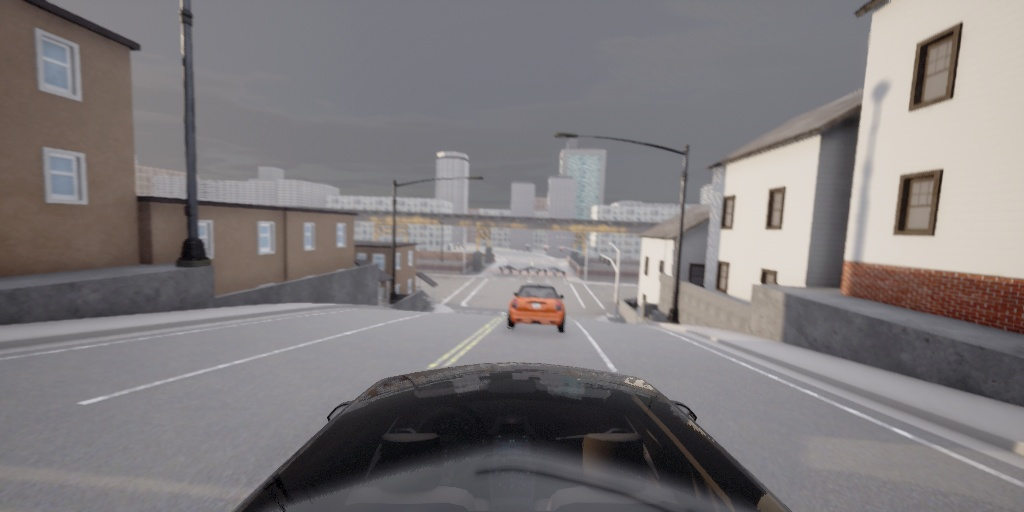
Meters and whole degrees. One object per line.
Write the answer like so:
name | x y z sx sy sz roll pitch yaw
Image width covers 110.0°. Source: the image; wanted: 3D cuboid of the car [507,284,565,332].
car | 1.061 1.947 14.835 2.097 1.767 4.553 3 -4 5

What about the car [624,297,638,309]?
car | 17.550 6.197 47.455 5.357 1.411 2.033 3 5 10
